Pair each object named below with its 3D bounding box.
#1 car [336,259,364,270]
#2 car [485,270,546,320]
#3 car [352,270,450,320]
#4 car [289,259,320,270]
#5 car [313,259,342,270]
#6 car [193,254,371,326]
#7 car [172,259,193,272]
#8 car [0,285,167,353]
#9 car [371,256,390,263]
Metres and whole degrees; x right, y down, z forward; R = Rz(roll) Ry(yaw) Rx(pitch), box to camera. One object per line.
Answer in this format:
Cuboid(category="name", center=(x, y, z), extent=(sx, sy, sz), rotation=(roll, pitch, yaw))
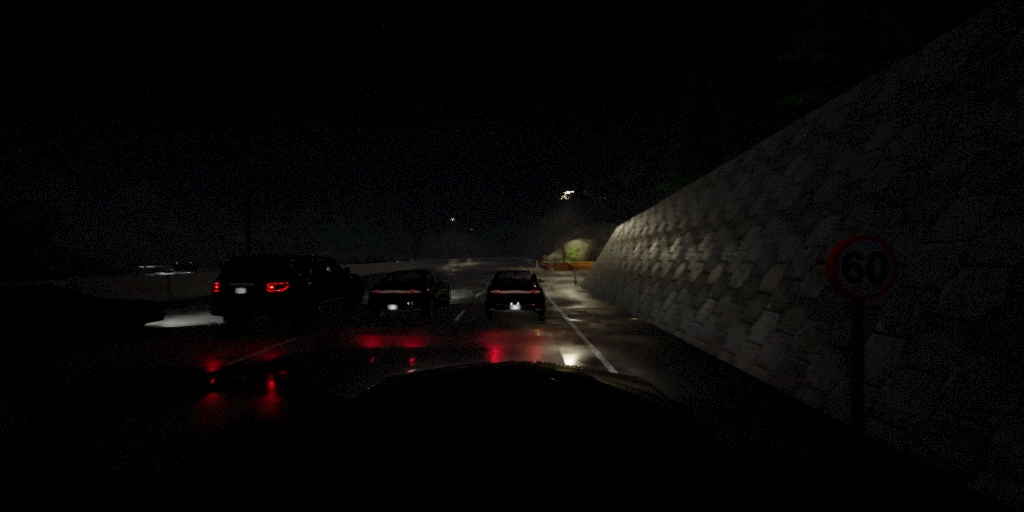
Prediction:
Cuboid(category="car", center=(-24.545, 1.237, 54.559), extent=(1.882, 1.535, 5.008), rotation=(0, 0, 0))
Cuboid(category="car", center=(0.125, 1.244, 12.617), extent=(2.128, 1.511, 4.902), rotation=(0, 0, 1))
Cuboid(category="car", center=(-3.397, 1.244, 12.633), extent=(2.128, 1.511, 4.902), rotation=(0, 0, 0))
Cuboid(category="car", center=(-31.527, 1.264, 54.527), extent=(1.837, 1.490, 4.892), rotation=(0, 0, 1))
Cuboid(category="car", center=(-28.037, 1.264, 54.552), extent=(1.837, 1.490, 4.892), rotation=(0, 0, 1))
Cuboid(category="car", center=(-6.898, 0.973, 11.808), extent=(2.150, 2.045, 5.566), rotation=(0, 0, 0))
Cuboid(category="car", center=(-41.600, 1.358, 45.804), extent=(1.895, 1.301, 4.718), rotation=(0, 0, -35))
Cuboid(category="car", center=(-10.398, 1.298, 7.295), extent=(2.033, 1.411, 5.357), rotation=(0, 0, 0))
Cuboid(category="car", center=(-21.046, 0.981, 54.522), extent=(2.150, 2.045, 5.566), rotation=(0, 0, 1))
